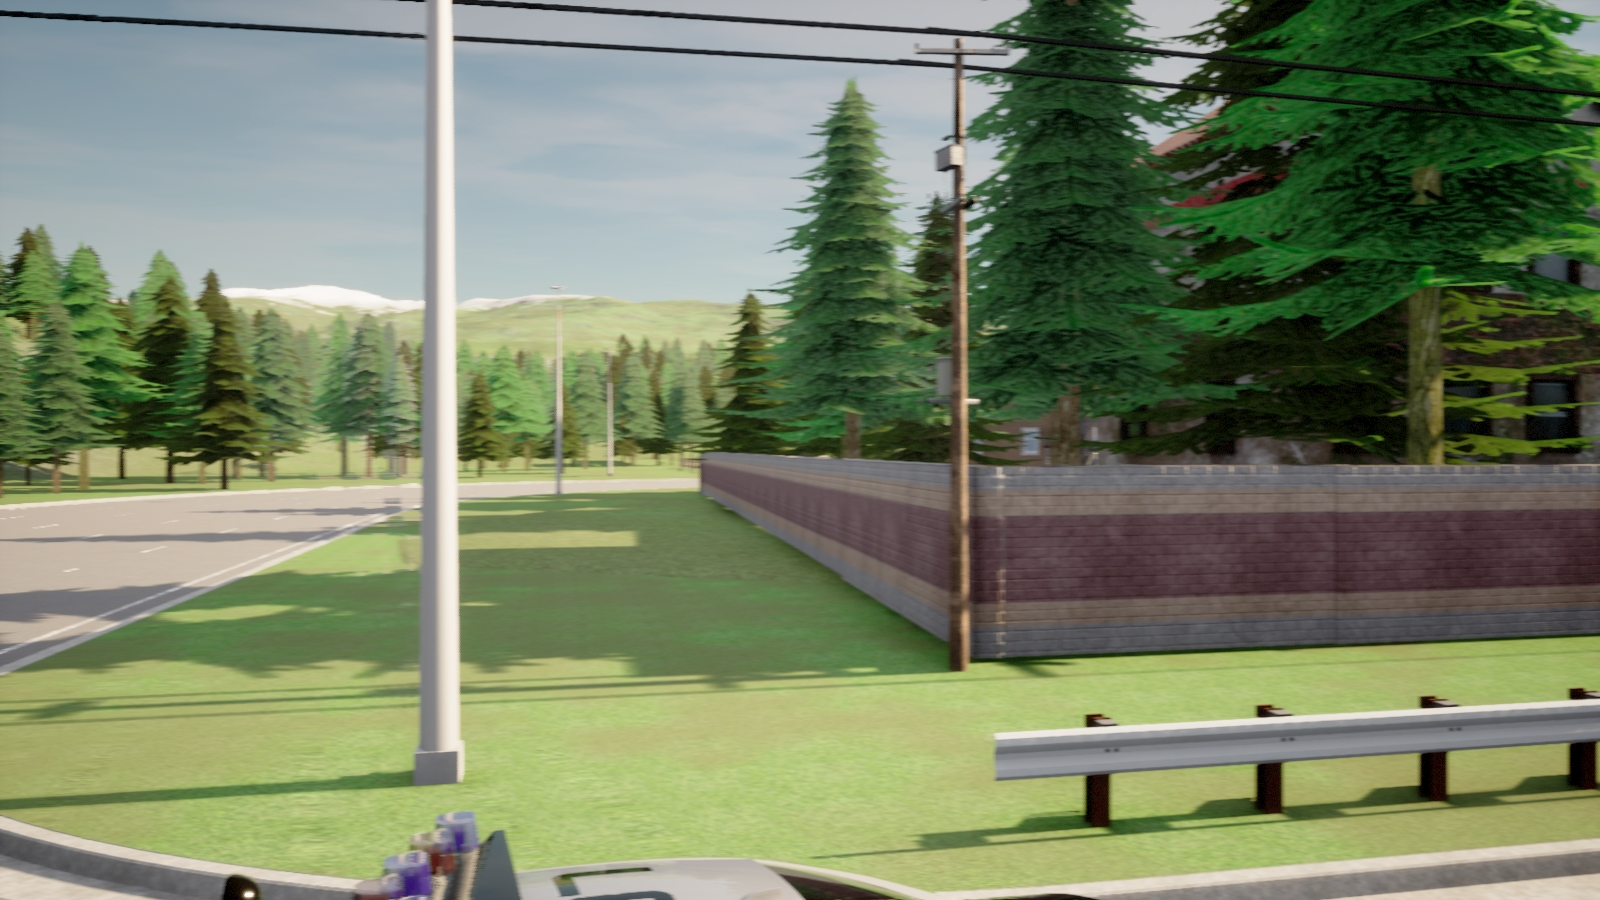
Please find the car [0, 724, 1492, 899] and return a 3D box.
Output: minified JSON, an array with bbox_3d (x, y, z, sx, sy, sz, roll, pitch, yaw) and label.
[{"bbox_3d":[-1.002,1.976,2.987,5.238,1.638,2.097,0,0,-19],"label":"car"}]
